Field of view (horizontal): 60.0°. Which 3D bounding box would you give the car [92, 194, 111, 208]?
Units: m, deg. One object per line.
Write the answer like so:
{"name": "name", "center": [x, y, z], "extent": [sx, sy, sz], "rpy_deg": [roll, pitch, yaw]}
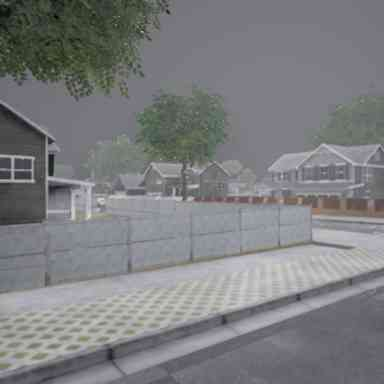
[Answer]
{"name": "car", "center": [-13.733, 1.309, 50.540], "extent": [2.150, 2.045, 5.566], "rpy_deg": [0, 0, -36]}
